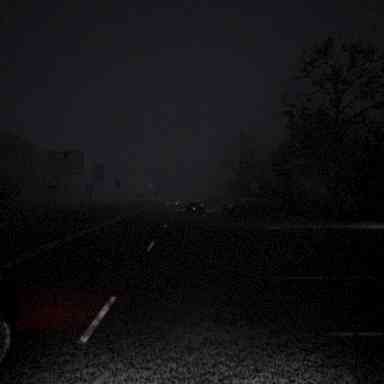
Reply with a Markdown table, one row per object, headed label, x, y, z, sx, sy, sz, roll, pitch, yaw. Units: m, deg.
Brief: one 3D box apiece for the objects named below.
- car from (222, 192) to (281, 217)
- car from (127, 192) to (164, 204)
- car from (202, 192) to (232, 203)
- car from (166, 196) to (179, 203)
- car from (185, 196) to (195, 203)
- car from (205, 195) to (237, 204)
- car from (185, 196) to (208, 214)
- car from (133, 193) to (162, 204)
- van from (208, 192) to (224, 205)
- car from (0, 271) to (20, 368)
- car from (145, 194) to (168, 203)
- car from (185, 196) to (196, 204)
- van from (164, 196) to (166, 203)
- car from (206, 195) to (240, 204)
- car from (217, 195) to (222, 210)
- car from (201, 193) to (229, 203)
| label | x | y | z | sx | sy | sz | roll | pitch | yaw |
| --- | --- | --- | --- | --- | --- | --- | --- | --- | --- |
| car | 5.112 | 1.136 | 28.169 | 4.553 | 1.767 | 2.185 | 0 | 0 | 0 |
| car | -7.573 | 1.221 | 52.672 | 5.366 | 1.575 | 1.946 | 0 | -1 | -1 |
| car | 4.758 | 1.117 | 63.309 | 5.566 | 2.045 | 2.435 | 0 | -1 | -1 |
| car | -3.591 | 1.482 | 64.697 | 2.033 | 1.411 | 5.357 | 0 | -1 | 0 |
| car | -0.402 | 1.591 | 72.540 | 2.128 | 1.511 | 4.902 | 0 | -2 | 2 |
| car | 5.022 | 1.277 | 57.590 | 5.366 | 1.575 | 1.946 | 0 | -1 | -1 |
| car | 0.366 | 1.278 | 32.022 | 1.812 | 1.442 | 4.674 | 0 | 0 | 4 |
| car | -7.383 | 1.127 | 55.593 | 4.553 | 1.767 | 2.185 | 0 | -1 | -1 |
| van | 4.768 | 0.996 | 52.135 | 4.442 | 1.987 | 1.878 | 0 | -1 | -1 |
| car | -3.292 | 1.503 | 2.821 | 1.812 | 1.442 | 4.674 | 0 | 0 | 1 |
| car | -7.552 | 1.404 | 70.771 | 4.553 | 1.767 | 2.185 | 0 | -1 | -1 |
| car | -0.295 | 1.387 | 61.657 | 1.812 | 1.442 | 4.674 | 0 | -1 | -1 |
| van | -7.325 | 1.068 | 58.631 | 4.442 | 1.987 | 1.878 | 0 | -1 | -1 |
| car | 5.045 | 1.245 | 54.929 | 5.366 | 1.575 | 1.946 | 0 | -1 | 0 |
| car | 5.039 | 1.279 | 31.340 | 4.674 | 1.452 | 2.002 | 0 | 0 | 0 |
| car | 4.685 | 1.235 | 68.770 | 5.566 | 2.045 | 2.435 | 0 | -1 | -1 |
